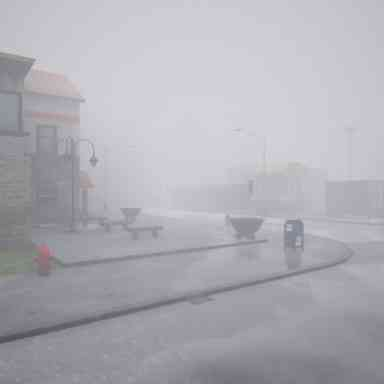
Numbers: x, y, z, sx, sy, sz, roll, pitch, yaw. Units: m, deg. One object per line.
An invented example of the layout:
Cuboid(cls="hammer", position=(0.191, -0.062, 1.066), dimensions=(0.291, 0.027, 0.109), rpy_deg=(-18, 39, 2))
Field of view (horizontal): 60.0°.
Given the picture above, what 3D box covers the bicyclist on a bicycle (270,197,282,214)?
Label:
Cuboid(cls="bicyclist on a bicycle", position=(8.116, 1.349, 32.064), dimensions=(1.656, 1.620, 0.582), rpy_deg=(0, 0, -35))
